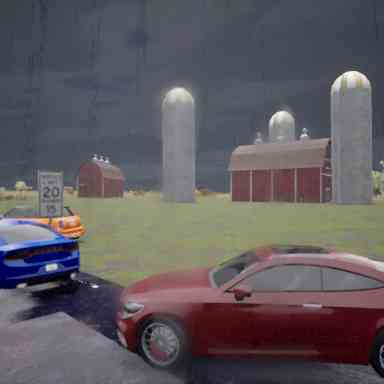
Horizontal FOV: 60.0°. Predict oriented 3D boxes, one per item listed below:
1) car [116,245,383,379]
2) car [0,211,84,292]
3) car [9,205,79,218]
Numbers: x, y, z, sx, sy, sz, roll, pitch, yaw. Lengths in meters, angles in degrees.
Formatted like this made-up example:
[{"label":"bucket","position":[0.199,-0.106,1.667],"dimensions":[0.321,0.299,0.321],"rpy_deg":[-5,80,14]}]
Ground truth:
[{"label":"car","position":[1.261,1.537,4.873],"dimensions":[4.674,1.442,1.812],"rpy_deg":[0,0,6]},{"label":"car","position":[-4.924,1.480,8.811],"dimensions":[5.008,1.535,1.882],"rpy_deg":[0,0,40]},{"label":"car","position":[-7.222,1.369,14.588],"dimensions":[4.553,1.767,2.097],"rpy_deg":[0,0,9]}]
